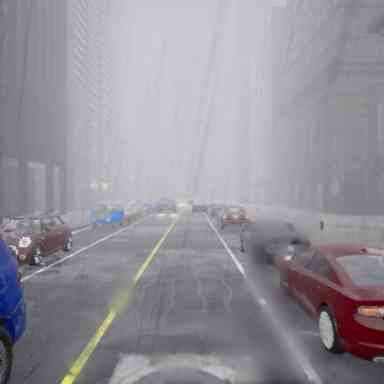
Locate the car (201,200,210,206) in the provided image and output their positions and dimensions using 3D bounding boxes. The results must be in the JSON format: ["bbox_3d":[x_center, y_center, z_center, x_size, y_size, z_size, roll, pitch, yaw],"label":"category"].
[{"bbox_3d":[2.763,2.227,68.064,1.802,1.307,4.206,0,-1,0],"label":"car"}]

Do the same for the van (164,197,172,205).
[{"bbox_3d":[-5.763,2.100,79.334,1.690,1.788,3.998,0,-1,0],"label":"van"}]

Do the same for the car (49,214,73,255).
[{"bbox_3d":[-5.764,1.549,11.696,1.967,1.590,4.097,0,-1,0],"label":"car"}]

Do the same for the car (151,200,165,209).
[{"bbox_3d":[-5.762,2.101,56.786,1.947,1.339,4.313,0,-1,0],"label":"car"}]

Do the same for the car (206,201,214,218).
[{"bbox_3d":[2.762,1.884,34.247,1.947,1.339,4.313,0,-1,0],"label":"car"}]

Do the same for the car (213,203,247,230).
[{"bbox_3d":[2.761,1.652,22.976,1.967,1.590,4.097,0,-1,0],"label":"car"}]

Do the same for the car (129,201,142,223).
[{"bbox_3d":[-5.763,1.789,28.435,1.752,1.417,4.829,0,-1,0],"label":"car"}]

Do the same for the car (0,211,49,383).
[{"bbox_3d":[-3.100,1.240,1.844,2.150,2.045,5.566,0,-1,0],"label":"car"}]

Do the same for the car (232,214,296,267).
[{"bbox_3d":[2.761,1.675,11.703,1.947,1.339,4.313,0,-1,0],"label":"car"}]

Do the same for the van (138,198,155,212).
[{"bbox_3d":[-5.764,1.714,39.879,1.690,1.788,3.998,0,-1,0],"label":"van"}]

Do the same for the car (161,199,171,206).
[{"bbox_3d":[-5.762,2.283,73.695,1.802,1.307,4.206,0,-1,0],"label":"car"}]

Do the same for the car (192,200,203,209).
[{"bbox_3d":[0.903,2.052,55.854,1.812,1.442,4.674,0,-1,0],"label":"car"}]

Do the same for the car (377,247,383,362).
[{"bbox_3d":[2.760,1.320,0.433,2.192,1.841,5.009,0,-1,0],"label":"car"}]

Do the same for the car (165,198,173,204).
[{"bbox_3d":[-5.762,2.340,84.798,1.752,1.417,4.829,0,-1,0],"label":"car"}]

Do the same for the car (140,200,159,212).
[{"bbox_3d":[-5.763,1.867,45.514,1.967,1.590,4.097,0,-1,0],"label":"car"}]

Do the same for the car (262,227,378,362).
[{"bbox_3d":[2.761,1.602,6.067,1.887,1.381,4.507,0,-1,0],"label":"car"}]

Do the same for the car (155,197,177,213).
[{"bbox_3d":[-3.091,1.620,42.850,2.150,2.045,5.566,0,0,0],"label":"car"}]

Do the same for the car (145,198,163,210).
[{"bbox_3d":[-5.764,1.796,51.152,2.192,1.841,5.009,0,-1,0],"label":"car"}]

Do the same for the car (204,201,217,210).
[{"bbox_3d":[2.762,2.063,51.155,1.802,1.307,4.206,0,-1,0],"label":"car"}]

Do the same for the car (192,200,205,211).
[{"bbox_3d":[0.903,1.946,49.854,1.882,1.535,5.008,0,-1,0],"label":"car"}]

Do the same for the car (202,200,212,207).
[{"bbox_3d":[2.763,2.172,62.427,1.802,1.307,4.206,0,-1,0],"label":"car"}]

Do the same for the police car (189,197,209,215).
[{"bbox_3d":[0.902,1.798,39.965,1.930,1.638,5.238,0,-1,0],"label":"police car"}]

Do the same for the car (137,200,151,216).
[{"bbox_3d":[-5.763,1.869,34.240,2.008,1.369,4.403,0,-1,0],"label":"car"}]

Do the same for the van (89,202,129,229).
[{"bbox_3d":[-5.764,1.554,22.970,1.690,1.788,3.998,0,-1,0],"label":"van"}]

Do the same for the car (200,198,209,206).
[{"bbox_3d":[2.762,2.141,73.701,1.967,1.590,4.097,0,-1,0],"label":"car"}]

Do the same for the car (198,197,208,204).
[{"bbox_3d":[2.762,2.131,84.973,2.192,1.841,5.009,0,-1,0],"label":"car"}]

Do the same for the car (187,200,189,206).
[{"bbox_3d":[0.004,2.182,72.967,1.837,1.490,4.892,0,-1,0],"label":"car"}]

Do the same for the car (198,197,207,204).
[{"bbox_3d":[2.762,2.190,90.609,2.192,1.841,5.009,0,-1,0],"label":"car"}]
